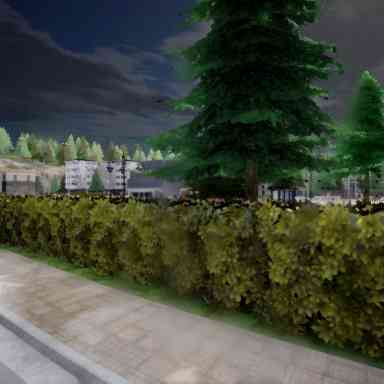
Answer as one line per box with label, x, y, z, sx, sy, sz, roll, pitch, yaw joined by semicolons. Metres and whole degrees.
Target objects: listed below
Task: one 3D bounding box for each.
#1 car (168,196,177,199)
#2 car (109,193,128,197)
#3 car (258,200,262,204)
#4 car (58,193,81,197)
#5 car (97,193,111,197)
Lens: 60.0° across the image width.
car;-3.305;1.374;56.063;1.845;1.501;3.633;0;0;43
car;-10.572;1.384;52.725;1.970;1.475;3.806;0;0;43
car;9.644;1.352;44.205;2.097;1.767;4.553;0;0;43
car;-28.382;1.154;79.442;2.152;1.636;5.027;0;0;43
car;-16.701;1.097;68.943;1.932;1.855;4.605;0;0;43
